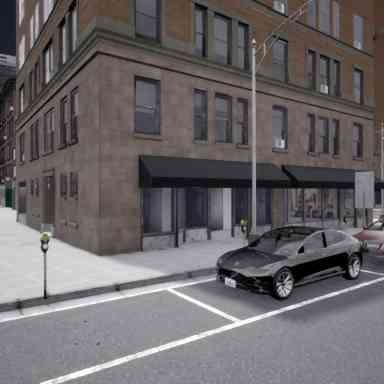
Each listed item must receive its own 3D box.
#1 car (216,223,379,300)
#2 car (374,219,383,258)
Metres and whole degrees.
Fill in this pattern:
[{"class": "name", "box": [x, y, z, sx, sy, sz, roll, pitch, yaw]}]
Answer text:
[{"class": "car", "box": [2.592, 1.566, 8.378, 4.313, 1.339, 1.947, 0, 0, -35]}, {"class": "car", "box": [7.073, 1.582, 11.569, 4.206, 1.307, 1.802, 0, 0, -35]}]
